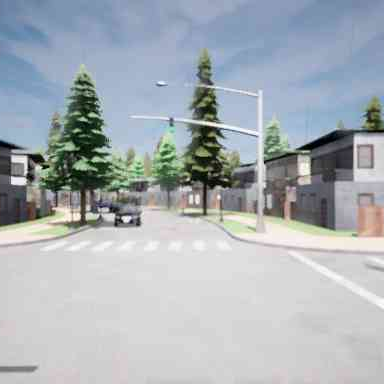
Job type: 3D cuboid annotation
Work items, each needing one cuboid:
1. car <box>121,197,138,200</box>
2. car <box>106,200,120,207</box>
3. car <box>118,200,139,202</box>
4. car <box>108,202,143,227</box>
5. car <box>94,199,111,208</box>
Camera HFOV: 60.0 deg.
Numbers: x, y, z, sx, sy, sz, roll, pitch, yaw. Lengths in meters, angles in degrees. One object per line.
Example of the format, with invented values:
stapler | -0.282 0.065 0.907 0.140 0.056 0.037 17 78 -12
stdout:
car | -10.343 1.836 53.342 2.150 2.045 5.566 0 -1 -35
car | -9.801 2.106 44.212 1.895 1.301 4.718 0 -1 -24
car | -6.480 1.914 34.648 1.812 1.442 4.674 0 -1 -15
car | -4.817 1.768 25.462 2.128 1.511 4.902 0 -1 -6
car | -16.450 2.070 61.690 2.097 1.767 4.553 1 -1 -45
